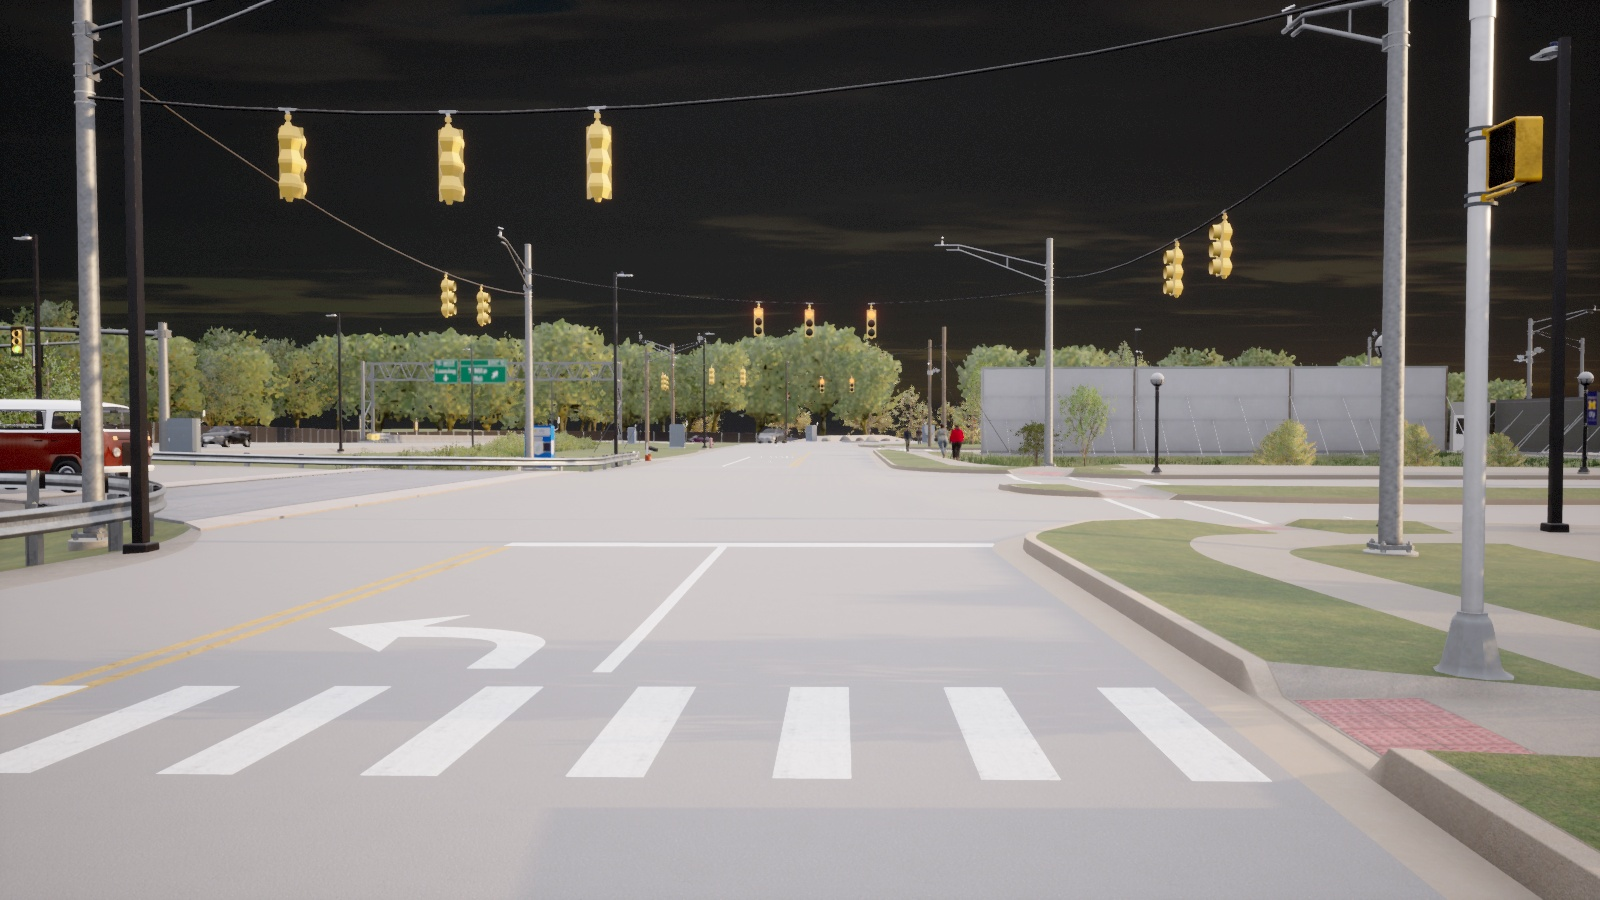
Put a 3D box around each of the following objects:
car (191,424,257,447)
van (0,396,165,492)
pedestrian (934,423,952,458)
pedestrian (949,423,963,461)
[{"bbox_3d":[-39.282,-0.996,85.745,2.128,1.511,4.902,0,1,2],"label":"car"},{"bbox_3d":[-16.841,-0.136,27.853,4.480,2.038,2.069,0,1,5],"label":"van"},{"bbox_3d":[7.696,-0.494,67.545,0.874,1.855,0.900,0,2,1],"label":"pedestrian"},{"bbox_3d":[7.652,-0.407,61.589,0.634,1.844,0.899,0,2,2],"label":"pedestrian"}]
